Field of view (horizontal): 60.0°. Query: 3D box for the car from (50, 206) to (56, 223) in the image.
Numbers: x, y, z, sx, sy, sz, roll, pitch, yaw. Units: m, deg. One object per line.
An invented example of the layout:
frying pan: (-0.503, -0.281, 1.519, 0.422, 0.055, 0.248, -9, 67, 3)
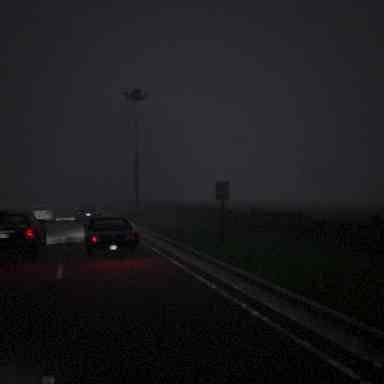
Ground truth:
car: (-12.327, 1.785, 27.402, 1.812, 1.442, 4.674, -1, 0, -20)

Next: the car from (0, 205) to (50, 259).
car: (-6.912, 1.484, 12.905, 2.097, 1.767, 4.553, -1, 0, -20)

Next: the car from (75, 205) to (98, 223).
car: (-8.883, 1.791, 28.167, 1.994, 1.385, 4.181, -1, 0, -20)

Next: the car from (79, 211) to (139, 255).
car: (-3.573, 1.704, 13.963, 1.895, 1.301, 4.718, -1, 0, -20)
